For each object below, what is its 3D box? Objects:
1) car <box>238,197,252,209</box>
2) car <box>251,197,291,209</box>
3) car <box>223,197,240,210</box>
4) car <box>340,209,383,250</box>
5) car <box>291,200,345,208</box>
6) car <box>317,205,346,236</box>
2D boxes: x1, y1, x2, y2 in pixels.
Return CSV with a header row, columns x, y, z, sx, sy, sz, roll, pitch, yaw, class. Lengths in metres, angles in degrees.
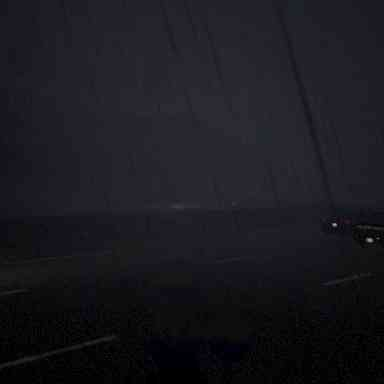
x,y,z,sx,sy,sz,roll,pitch,yaw,class
7.596,1.567,36.433,4.181,1.385,1.994,0,0,-26,car
8.817,1.497,33.145,4.902,1.511,2.128,0,0,-26,car
5.928,1.352,39.506,4.553,1.767,2.097,0,0,-26,car
8.407,1.497,13.002,4.902,1.511,2.128,0,0,-30,car
12.027,1.484,30.802,5.008,1.535,1.882,0,0,-25,car
8.697,1.569,17.148,4.181,1.385,1.994,0,0,-29,car
